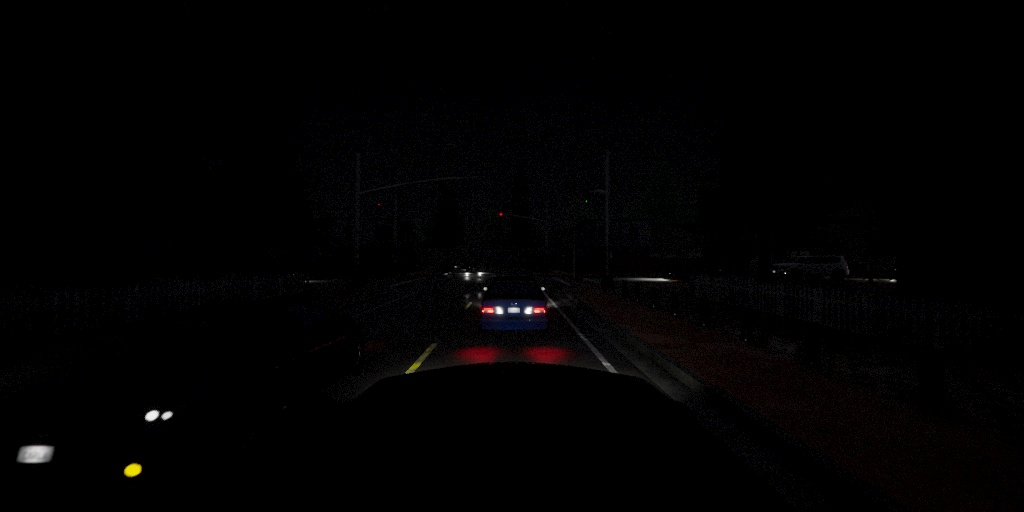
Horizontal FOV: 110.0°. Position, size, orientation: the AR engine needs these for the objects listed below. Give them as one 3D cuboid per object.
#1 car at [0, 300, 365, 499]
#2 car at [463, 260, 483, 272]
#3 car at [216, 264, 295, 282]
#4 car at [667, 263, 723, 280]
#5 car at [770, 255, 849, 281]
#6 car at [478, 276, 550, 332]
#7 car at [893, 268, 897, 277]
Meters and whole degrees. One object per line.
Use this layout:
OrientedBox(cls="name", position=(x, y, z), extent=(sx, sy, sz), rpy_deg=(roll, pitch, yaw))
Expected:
OrientedBox(cls="car", position=(-3.604, 1.314, 4.702), extent=(1.994, 1.385, 4.181), rpy_deg=(0, 0, 0))
OrientedBox(cls="car", position=(-4.780, 1.220, 44.704), extent=(1.837, 1.490, 4.892), rpy_deg=(0, 0, -6))
OrientedBox(cls="car", position=(-19.656, 1.282, 27.512), extent=(5.357, 1.411, 2.033), rpy_deg=(0, 0, 2))
OrientedBox(cls="car", position=(15.313, 1.299, 30.194), extent=(4.181, 1.385, 1.994), rpy_deg=(0, 0, 2))
OrientedBox(cls="car", position=(24.678, 0.956, 29.915), extent=(5.566, 2.045, 2.150), rpy_deg=(0, 0, 1))
OrientedBox(cls="car", position=(0.062, 1.297, 10.777), extent=(2.033, 1.411, 5.357), rpy_deg=(0, 0, 0))
OrientedBox(cls="car", position=(34.524, 1.087, 29.607), extent=(4.553, 1.767, 2.097), rpy_deg=(0, 0, 2))
